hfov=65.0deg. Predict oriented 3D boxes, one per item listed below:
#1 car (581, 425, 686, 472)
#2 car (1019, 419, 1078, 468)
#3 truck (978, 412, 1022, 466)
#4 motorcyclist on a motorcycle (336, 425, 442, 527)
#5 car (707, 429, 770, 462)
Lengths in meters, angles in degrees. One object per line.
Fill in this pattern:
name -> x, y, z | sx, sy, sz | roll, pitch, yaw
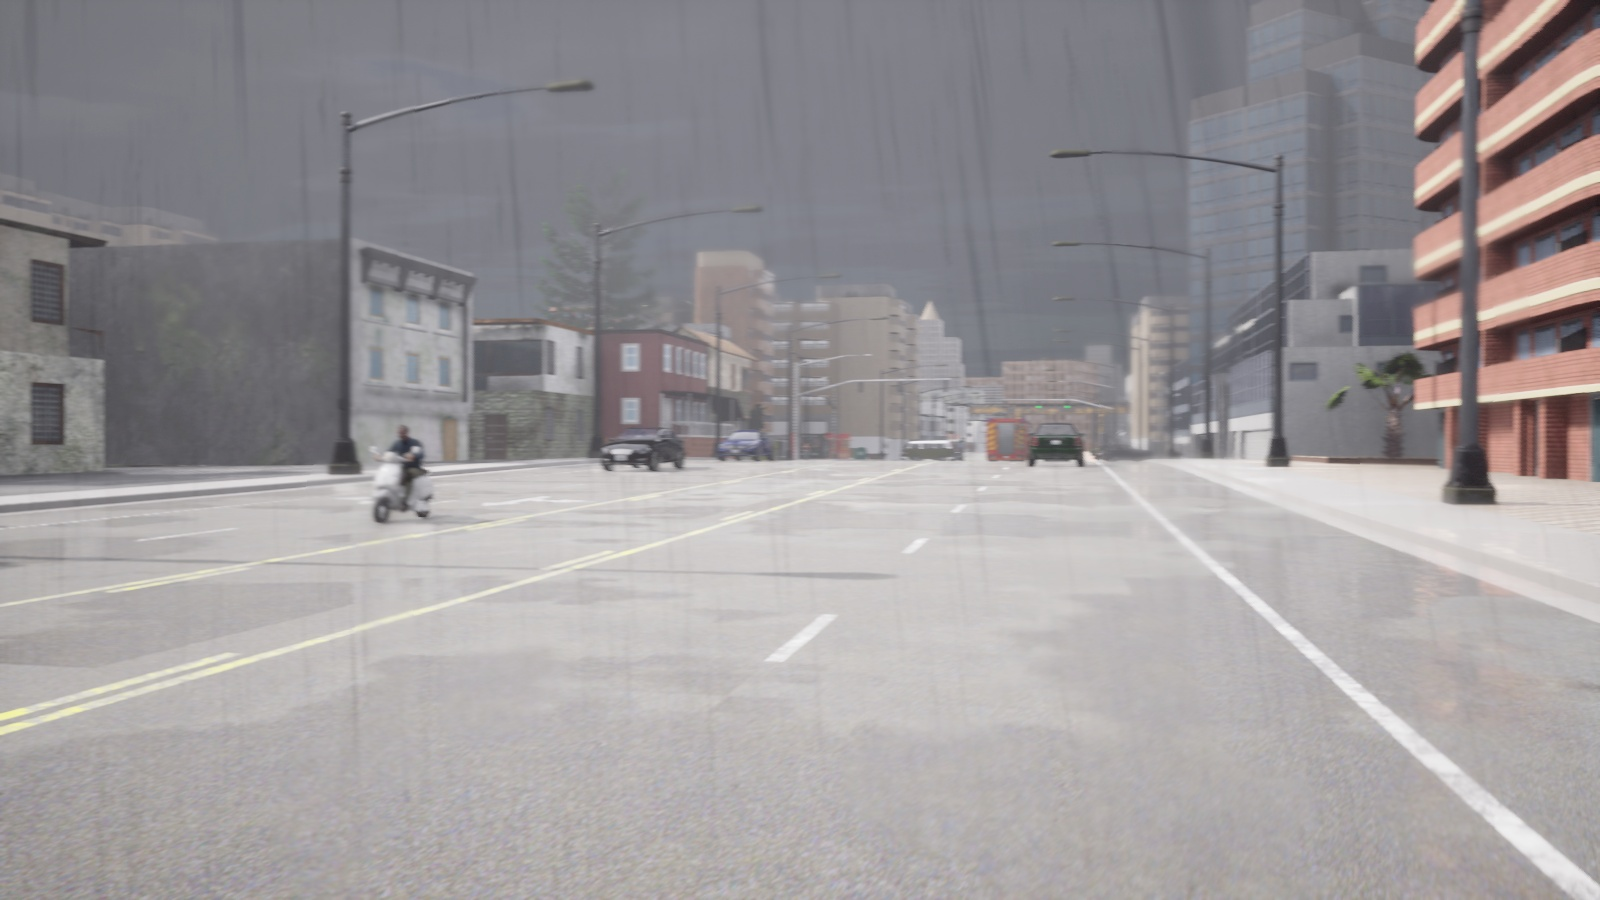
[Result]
car -> -5.680, -0.091, 43.488 | 2.128, 1.511, 4.902 | 0, 1, 11
car -> 9.596, -0.268, 48.522 | 2.097, 1.767, 4.553 | 0, 1, 11
truck -> 14.866, -0.728, 92.966 | 2.891, 3.827, 8.468 | 0, -1, 11
motorcyclist on a motorcycle -> -6.680, 0.379, 20.516 | 0.866, 1.590, 1.817 | 0, 1, 11
car -> -2.799, -0.206, 57.977 | 1.812, 1.442, 4.674 | 0, 0, 11
